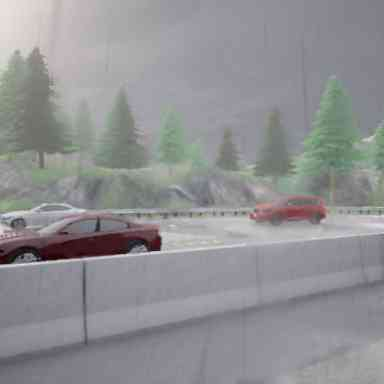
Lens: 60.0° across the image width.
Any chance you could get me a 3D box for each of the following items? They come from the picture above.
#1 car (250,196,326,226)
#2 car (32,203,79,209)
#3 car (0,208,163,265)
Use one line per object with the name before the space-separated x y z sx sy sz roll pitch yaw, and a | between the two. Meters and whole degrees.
car | 6.822 1.292 23.432 5.566 2.045 2.150 1 0 -23
car | -8.325 1.347 19.166 4.674 1.442 1.812 1 0 -33
car | -3.313 1.396 9.968 5.008 1.535 1.882 1 0 -33
